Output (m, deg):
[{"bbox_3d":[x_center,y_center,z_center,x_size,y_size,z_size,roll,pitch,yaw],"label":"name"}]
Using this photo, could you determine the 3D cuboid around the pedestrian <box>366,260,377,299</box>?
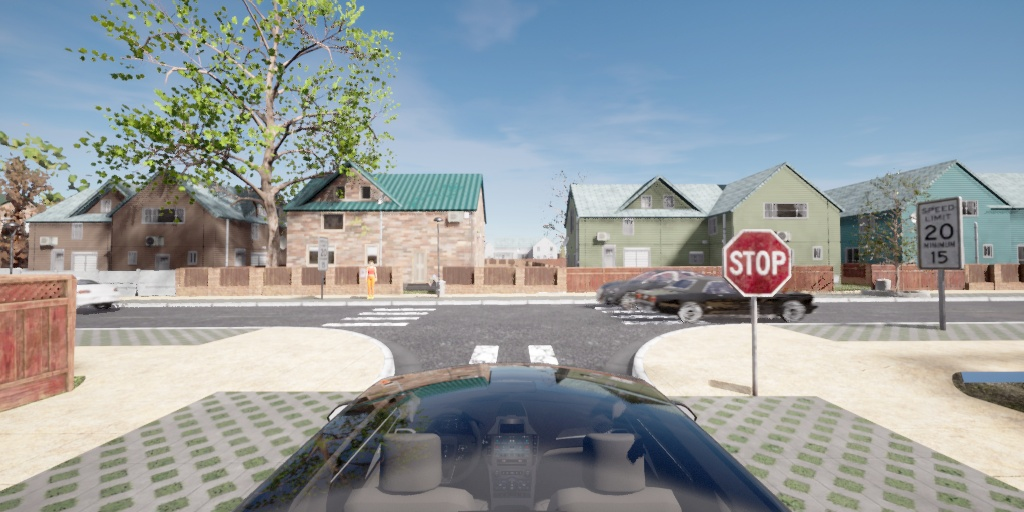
[{"bbox_3d":[-6.720,1.113,17.048,0.375,1.860,0.375,0,-1,1],"label":"pedestrian"}]

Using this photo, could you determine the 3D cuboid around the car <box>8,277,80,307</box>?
[{"bbox_3d":[-17.443,1.427,11.314,4.902,1.511,2.128,-1,-1,1],"label":"car"}]

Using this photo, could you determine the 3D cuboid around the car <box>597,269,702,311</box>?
[{"bbox_3d":[5.818,1.272,13.972,4.902,1.511,2.128,-1,-1,1],"label":"car"}]

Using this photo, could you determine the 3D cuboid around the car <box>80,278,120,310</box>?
[{"bbox_3d":[-18.472,1.548,14.276,4.674,1.442,1.812,-1,-1,1],"label":"car"}]

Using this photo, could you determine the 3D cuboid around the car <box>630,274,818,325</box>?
[{"bbox_3d":[6.401,1.301,11.006,4.718,1.301,1.895,-1,-1,1],"label":"car"}]
